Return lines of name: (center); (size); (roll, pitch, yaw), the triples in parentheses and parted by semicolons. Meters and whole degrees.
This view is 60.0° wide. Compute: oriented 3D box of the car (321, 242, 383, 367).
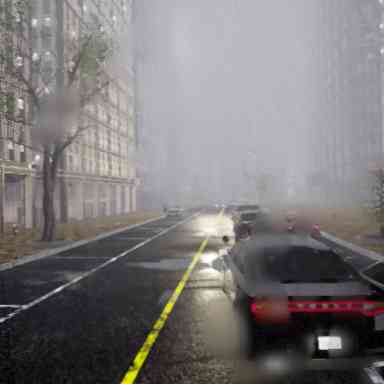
car: (3.476, 1.548, 4.643); (1.947, 1.339, 4.313); (-2, -1, 7)

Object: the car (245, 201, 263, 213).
car: (8.110, 1.889, 43.868); (1.887, 1.381, 4.507); (-2, -1, 7)

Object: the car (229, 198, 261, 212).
car: (3.671, 1.535, 21.973); (2.097, 1.767, 4.553); (-1, -1, 7)

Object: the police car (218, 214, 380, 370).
police car: (1.567, 1.467, 6.207); (1.930, 1.638, 5.238); (-1, -1, 2)

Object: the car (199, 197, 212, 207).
car: (2.414, 2.262, 67.077); (1.752, 1.417, 4.829); (-2, -1, 7)

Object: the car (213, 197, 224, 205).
car: (6.978, 2.320, 82.716); (1.837, 1.490, 4.892); (-1, -1, 7)

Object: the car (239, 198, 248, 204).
car: (12.744, 2.244, 83.093); (2.008, 1.369, 4.403); (-2, -1, 7)

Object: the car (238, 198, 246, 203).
car: (14.068, 2.342, 94.300); (2.008, 1.369, 4.403); (-2, -1, 7)

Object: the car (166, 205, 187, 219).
car: (-1.536, 1.984, 33.631); (2.008, 1.369, 4.403); (-2, -1, 7)

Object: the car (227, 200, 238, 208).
car: (7.412, 2.120, 60.824); (1.994, 1.385, 4.181); (-1, -1, 7)

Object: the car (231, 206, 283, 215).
car: (2.945, 1.634, 16.046); (1.837, 1.490, 4.892); (-1, -1, 7)

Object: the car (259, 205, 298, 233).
car: (5.481, 1.665, 21.623); (1.752, 1.417, 4.829); (-2, -1, 7)

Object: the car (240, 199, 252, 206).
car: (10.758, 2.096, 66.282); (2.008, 1.369, 4.403); (-2, -1, 7)

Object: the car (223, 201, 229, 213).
car: (5.456, 1.966, 43.862); (1.994, 1.385, 4.181); (-1, -1, 6)

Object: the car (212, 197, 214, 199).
car: (4.413, 2.201, 84.054); (2.192, 1.841, 5.009); (-2, -1, 7)

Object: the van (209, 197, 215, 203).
van: (5.738, 2.325, 95.258); (1.690, 1.788, 3.998); (-2, -1, 7)

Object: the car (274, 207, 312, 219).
car: (4.799, 1.631, 15.850); (1.887, 1.381, 4.507); (-2, -1, 7)
